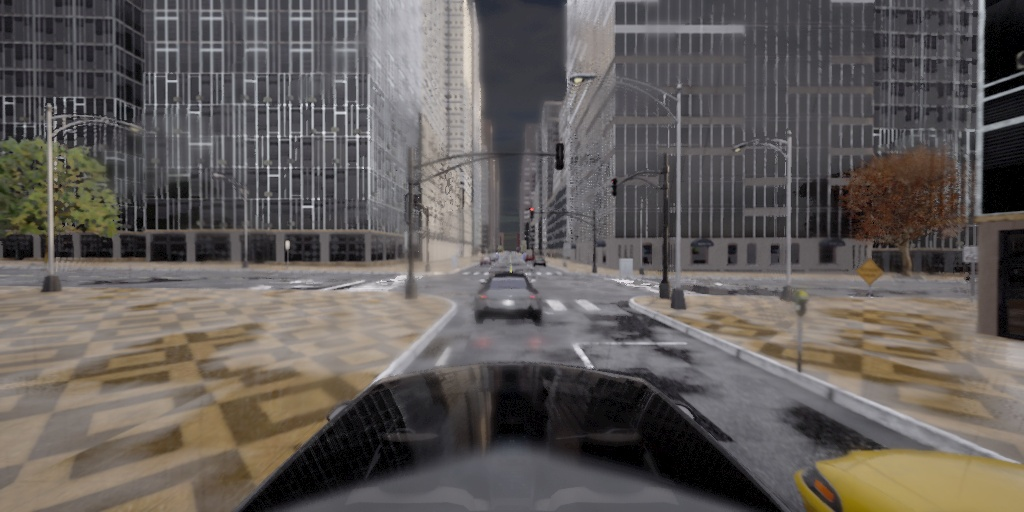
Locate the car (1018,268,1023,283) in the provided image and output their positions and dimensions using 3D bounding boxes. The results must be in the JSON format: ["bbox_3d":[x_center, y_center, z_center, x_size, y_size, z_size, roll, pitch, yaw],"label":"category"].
[{"bbox_3d":[43.952,1.528,28.001,5.566,2.045,2.150,1,1,-2],"label":"car"}]

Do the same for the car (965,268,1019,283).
[{"bbox_3d":[42.555,1.739,31.198,4.902,1.511,2.128,1,1,-2],"label":"car"}]

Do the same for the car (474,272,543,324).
[{"bbox_3d":[-0.123,1.216,11.600,1.994,1.385,4.181,0,0,-1],"label":"car"}]

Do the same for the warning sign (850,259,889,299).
[{"bbox_3d":[17.258,1.050,17.303,1.060,1.860,1.300,0,0,-3],"label":"warning sign"}]

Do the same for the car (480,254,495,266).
[{"bbox_3d":[-4.103,0.804,56.562,1.802,1.307,4.207,0,0,0],"label":"car"}]

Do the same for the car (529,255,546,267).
[{"bbox_3d":[3.858,0.844,51.082,1.948,1.339,4.313,0,0,0],"label":"car"}]

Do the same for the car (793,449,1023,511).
[{"bbox_3d":[2.565,1.292,0.150,1.751,1.417,4.829,0,0,0],"label":"car"}]
